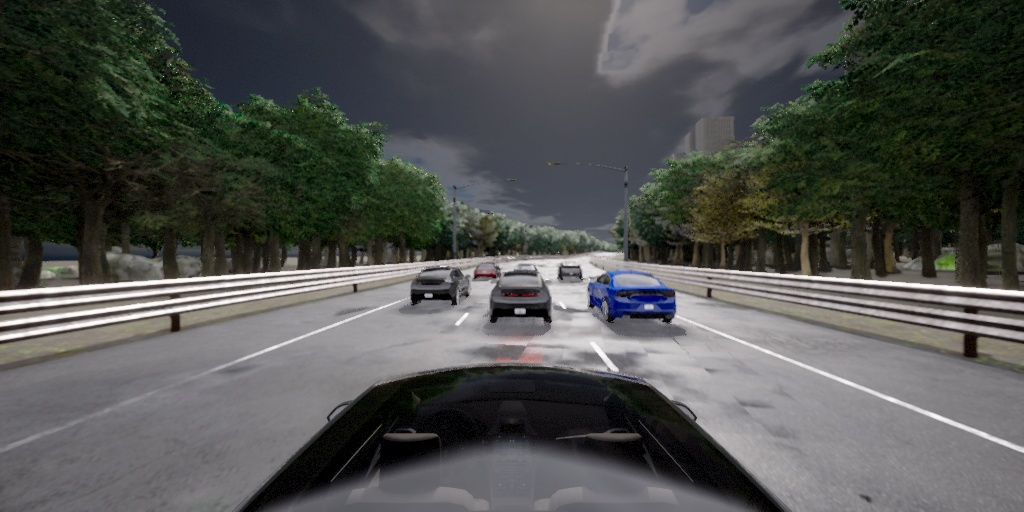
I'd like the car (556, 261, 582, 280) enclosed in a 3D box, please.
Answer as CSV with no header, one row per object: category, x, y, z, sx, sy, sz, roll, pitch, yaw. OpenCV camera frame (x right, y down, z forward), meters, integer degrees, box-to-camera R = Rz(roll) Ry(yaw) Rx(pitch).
car,4.875,1.182,30.571,2.128,1.511,4.902,0,0,5

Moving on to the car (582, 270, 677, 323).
car,3.813,1.222,12.213,1.882,1.535,5.008,0,0,2

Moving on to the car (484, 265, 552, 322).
car,0.313,1.248,12.246,1.837,1.490,4.892,0,0,2

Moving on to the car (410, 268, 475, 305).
car,-3.031,1.241,15.927,1.837,1.490,4.892,0,0,3

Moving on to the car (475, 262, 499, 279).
car,-2.076,1.247,31.434,1.994,1.385,4.181,0,0,5
